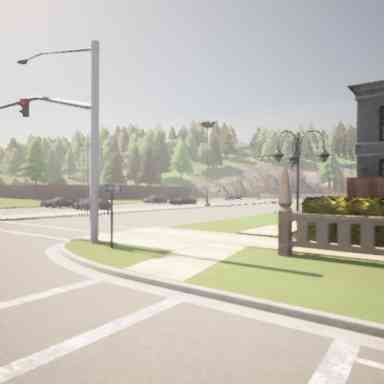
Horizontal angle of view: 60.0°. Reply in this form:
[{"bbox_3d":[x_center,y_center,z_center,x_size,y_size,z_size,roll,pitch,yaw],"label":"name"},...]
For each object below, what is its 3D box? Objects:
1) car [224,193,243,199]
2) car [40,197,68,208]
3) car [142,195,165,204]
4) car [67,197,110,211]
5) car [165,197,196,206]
[{"bbox_3d":[7.785,0.871,62.456,1.882,1.535,5.008,1,0,36],"label":"car"},{"bbox_3d":[-16.161,1.271,41.669,2.033,1.411,5.357,1,0,36],"label":"car"},{"bbox_3d":[-6.149,1.216,55.358,2.128,1.511,4.902,1,0,36],"label":"car"},{"bbox_3d":[-11.083,1.339,36.757,1.994,1.385,4.181,1,0,36],"label":"car"},{"bbox_3d":[-1.404,1.377,50.016,1.895,1.301,4.718,1,0,36],"label":"car"}]
